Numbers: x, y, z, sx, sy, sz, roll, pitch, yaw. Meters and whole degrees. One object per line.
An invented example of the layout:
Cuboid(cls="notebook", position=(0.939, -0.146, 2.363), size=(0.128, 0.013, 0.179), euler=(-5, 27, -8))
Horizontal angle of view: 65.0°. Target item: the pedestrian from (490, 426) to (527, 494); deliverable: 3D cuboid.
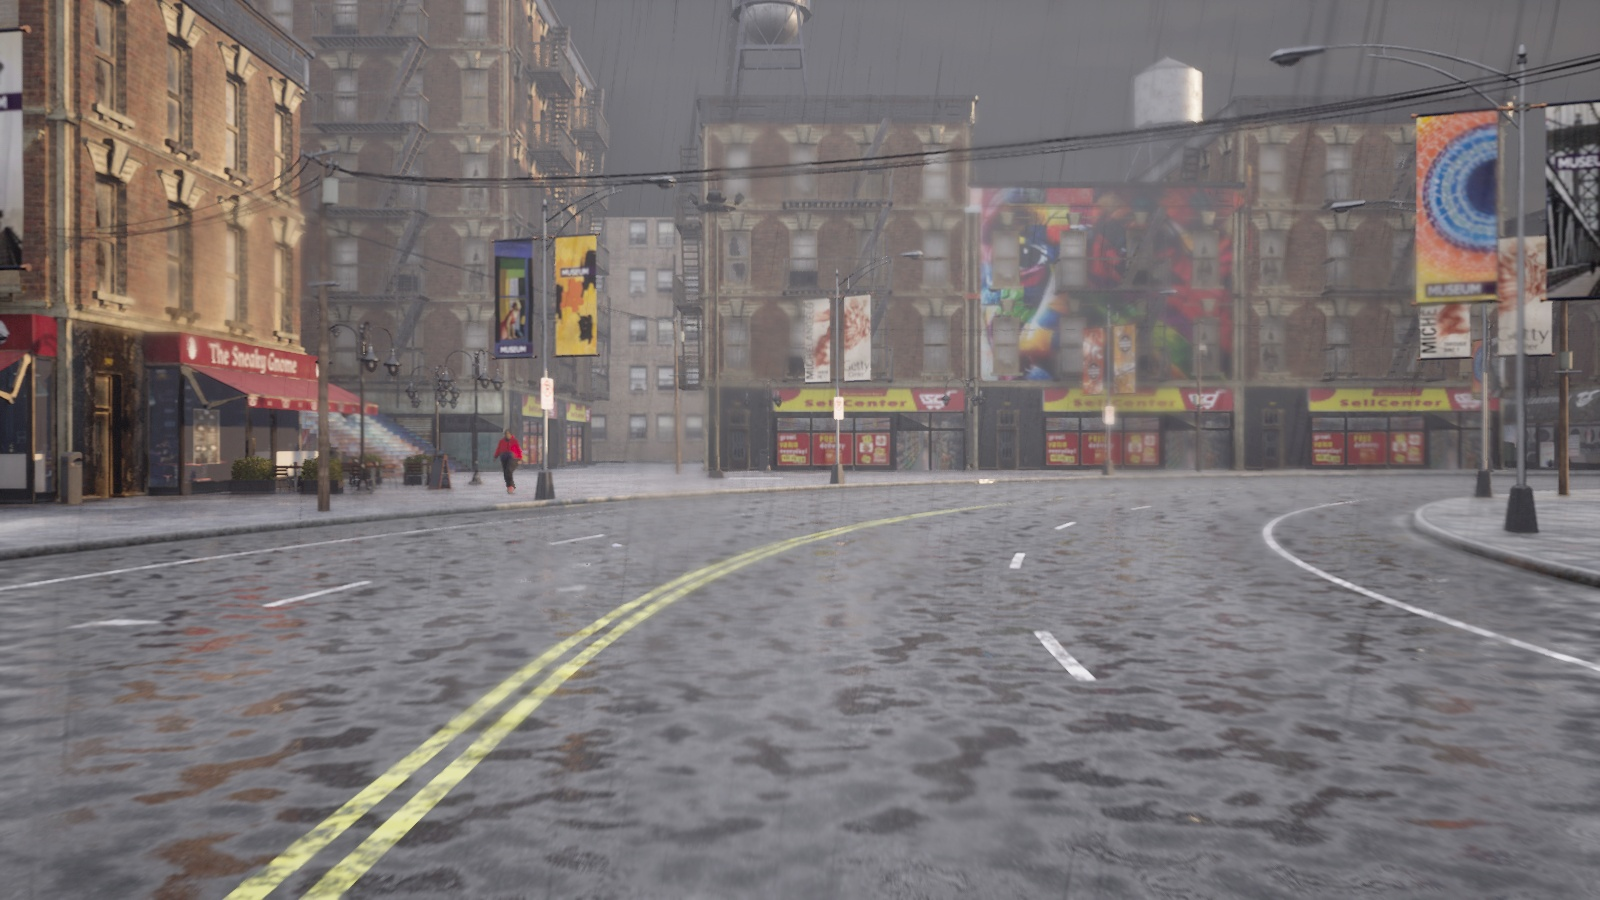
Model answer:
Cuboid(cls="pedestrian", position=(-7.989, 0.266, 34.446), size=(0.634, 1.844, 0.899), euler=(0, 0, 17))
